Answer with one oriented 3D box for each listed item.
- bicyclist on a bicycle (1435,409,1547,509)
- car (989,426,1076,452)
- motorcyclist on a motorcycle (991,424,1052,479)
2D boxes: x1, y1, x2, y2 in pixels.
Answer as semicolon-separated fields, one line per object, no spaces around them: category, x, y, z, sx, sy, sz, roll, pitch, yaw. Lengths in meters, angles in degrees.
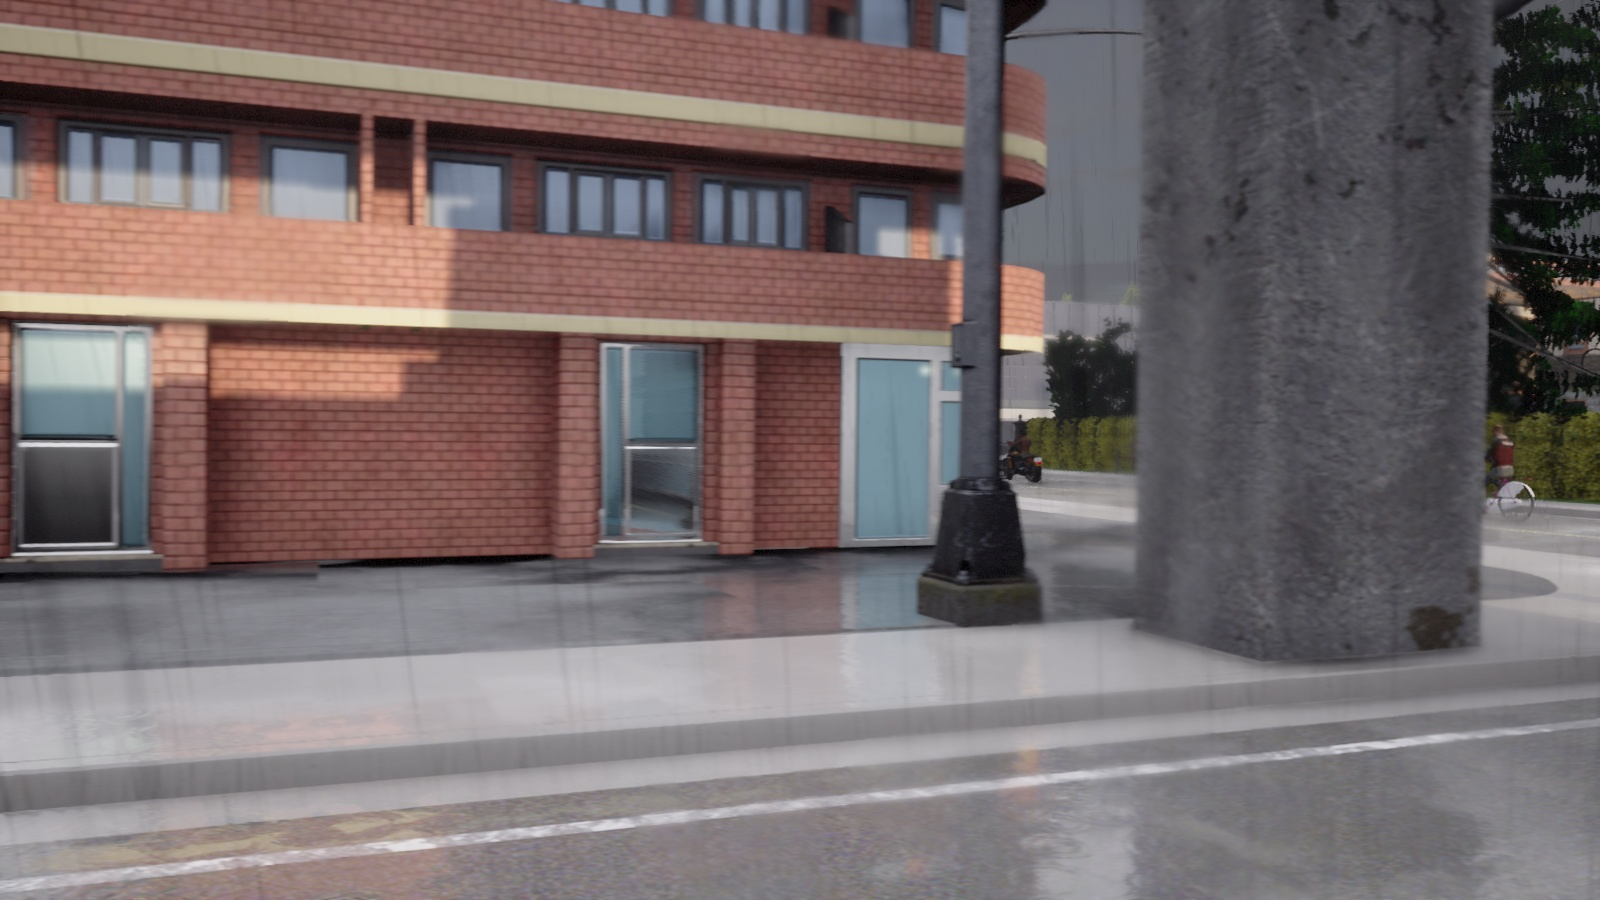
bicyclist on a bicycle;12.783;0.151;23.299;0.659;1.776;1.843;-1;1;-21
car;14.316;-0.664;77.303;4.792;1.488;2.163;-1;1;-20
motorcyclist on a motorcycle;6.863;0.037;39.106;0.766;1.649;2.350;-1;1;-21
